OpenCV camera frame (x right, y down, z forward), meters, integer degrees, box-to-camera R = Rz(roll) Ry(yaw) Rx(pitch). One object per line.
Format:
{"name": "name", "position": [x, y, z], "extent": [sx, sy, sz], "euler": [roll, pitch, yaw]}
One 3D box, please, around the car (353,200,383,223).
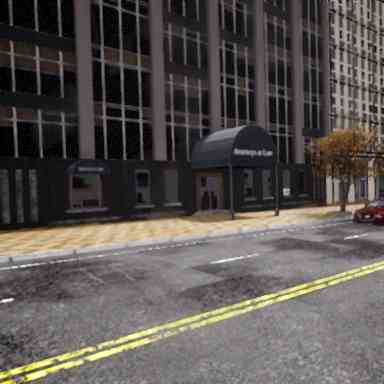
{"name": "car", "position": [11.459, 1.165, 19.832], "extent": [4.181, 1.385, 1.994], "euler": [-1, 1, -35]}
